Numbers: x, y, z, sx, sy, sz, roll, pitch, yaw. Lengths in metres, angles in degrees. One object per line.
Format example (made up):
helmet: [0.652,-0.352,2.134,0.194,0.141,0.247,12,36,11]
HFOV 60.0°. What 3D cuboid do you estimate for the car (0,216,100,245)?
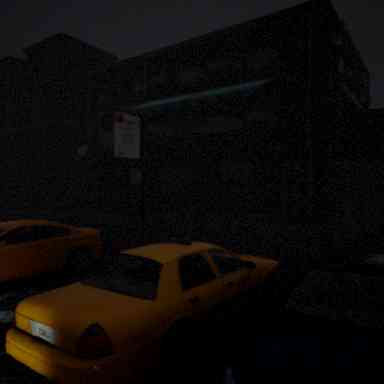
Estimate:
car: [-4.734,1.511,8.737,2.097,1.535,5.008,0,0,36]

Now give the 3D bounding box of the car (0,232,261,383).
car: [-0.105,1.483,5.658,1.946,1.575,5.366,0,0,35]

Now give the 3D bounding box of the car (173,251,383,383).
car: [2.044,1.520,3.900,2.002,1.452,4.674,0,0,35]
